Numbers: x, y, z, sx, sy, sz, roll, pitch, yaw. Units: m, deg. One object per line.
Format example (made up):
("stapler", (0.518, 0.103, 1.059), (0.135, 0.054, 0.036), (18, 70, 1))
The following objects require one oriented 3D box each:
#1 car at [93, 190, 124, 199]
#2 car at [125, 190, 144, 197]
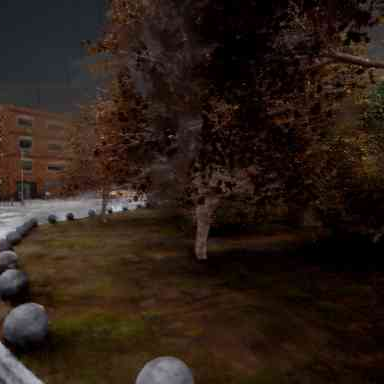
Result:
("car", (-14.429, 0.344, 56.501), (1.946, 1.575, 5.366), (0, 3, 31))
("car", (-11.562, 0.013, 61.210), (1.946, 1.575, 5.366), (0, 3, 31))
